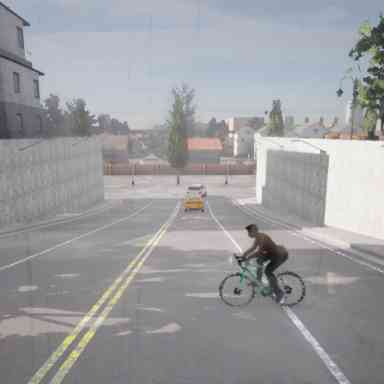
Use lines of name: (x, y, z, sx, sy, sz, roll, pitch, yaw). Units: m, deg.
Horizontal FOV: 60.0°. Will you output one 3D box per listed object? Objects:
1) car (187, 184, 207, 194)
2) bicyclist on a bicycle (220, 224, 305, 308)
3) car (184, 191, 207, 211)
car: (0.648, -0.100, 46.571, 2.150, 2.045, 5.566, 1, 7, 9)
bicyclist on a bicycle: (1.339, 1.431, 6.383, 1.656, 1.620, 0.582, -2, 1, 1)
car: (0.233, 1.077, 34.799, 1.882, 1.535, 5.008, 0, 4, 0)
